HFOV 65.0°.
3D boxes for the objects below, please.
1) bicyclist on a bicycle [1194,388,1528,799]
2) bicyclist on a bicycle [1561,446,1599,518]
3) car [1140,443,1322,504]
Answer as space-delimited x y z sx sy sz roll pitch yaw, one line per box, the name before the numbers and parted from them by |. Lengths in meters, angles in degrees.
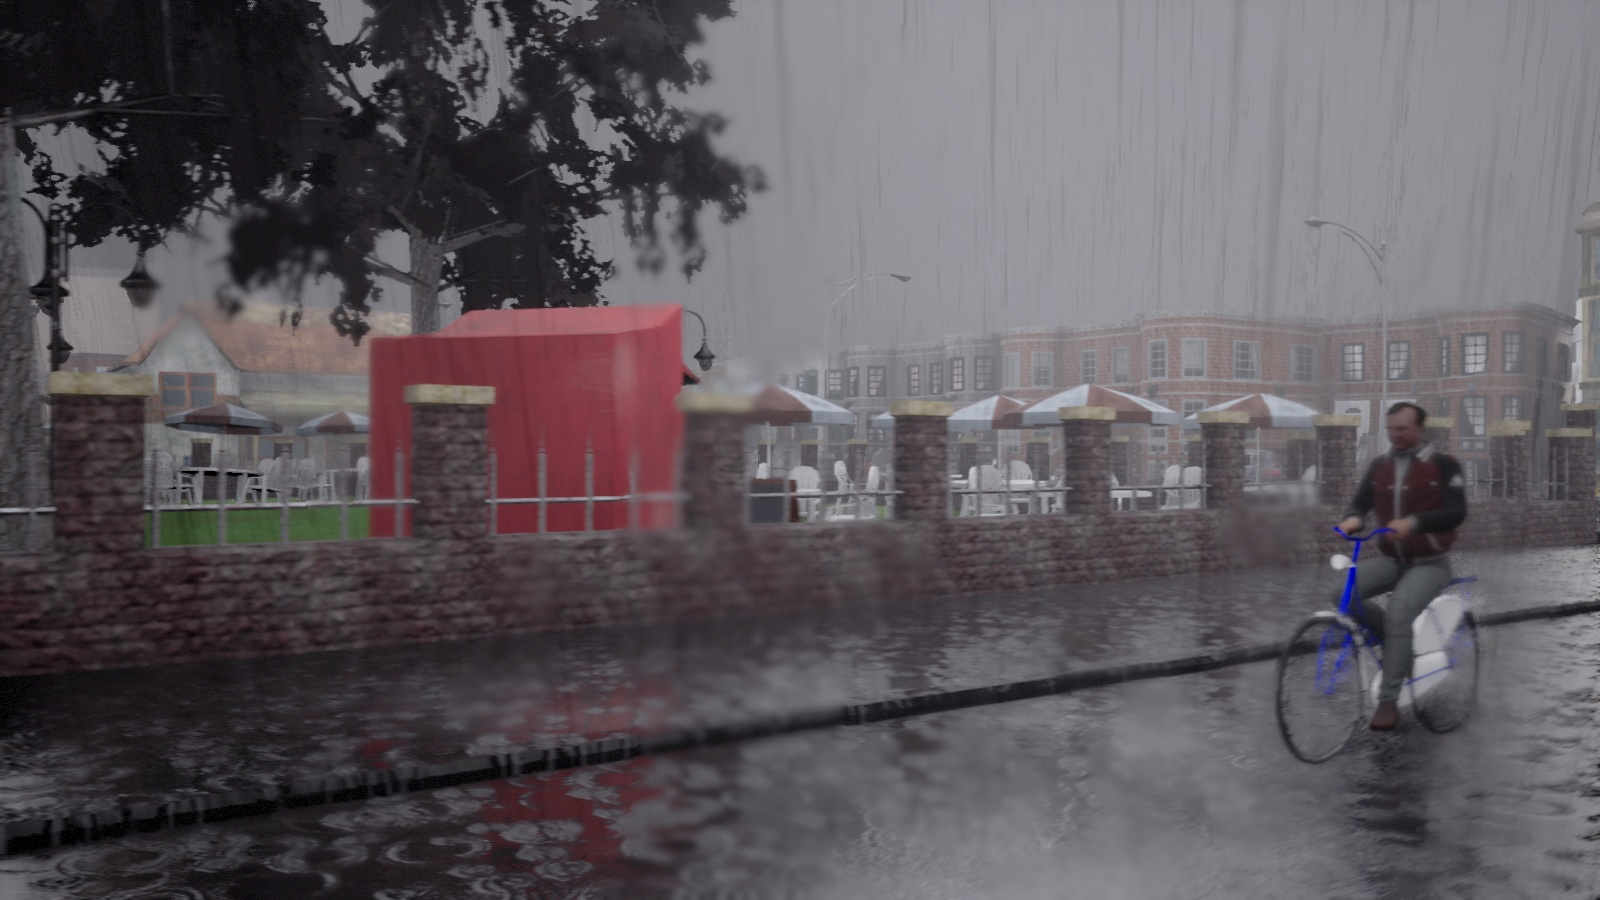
bicyclist on a bicycle | 2.818 0.625 6.233 1.843 1.776 0.659 0 0 -35
bicyclist on a bicycle | 18.309 0.712 28.518 0.866 1.612 1.509 0 0 -34
car | 12.581 0.653 36.893 2.242 1.667 4.611 0 0 -35
